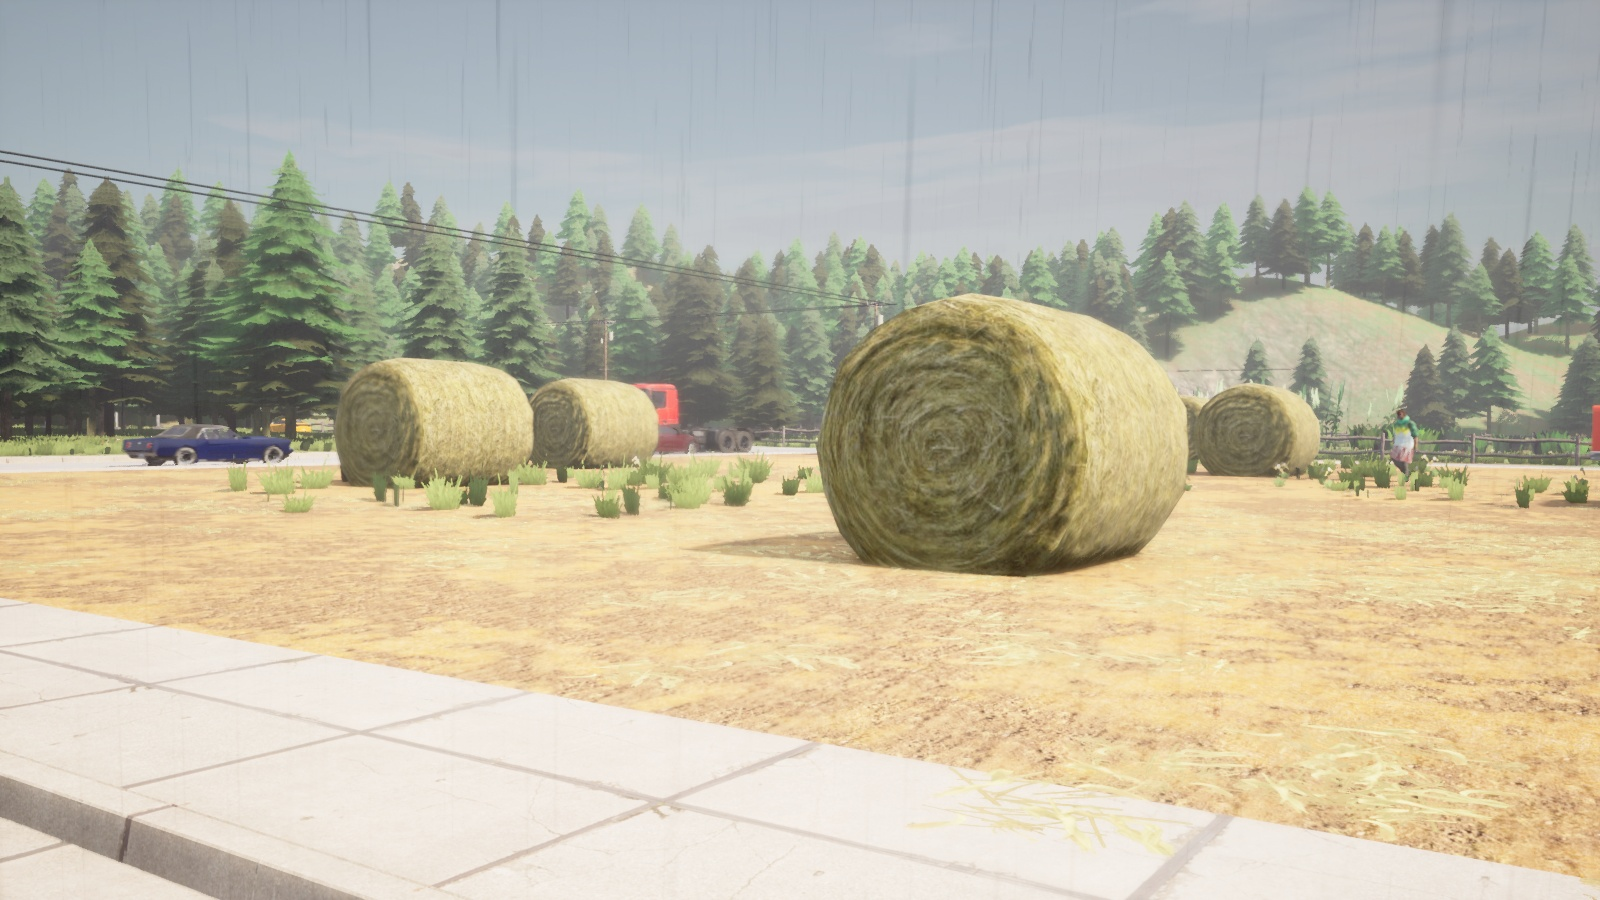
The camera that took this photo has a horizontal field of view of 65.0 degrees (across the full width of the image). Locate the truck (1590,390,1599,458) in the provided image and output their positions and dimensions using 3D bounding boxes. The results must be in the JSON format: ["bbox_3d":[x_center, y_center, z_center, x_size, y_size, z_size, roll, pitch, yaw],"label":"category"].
[{"bbox_3d":[31.640,-0.974,45.170,5.204,2.467,2.627,0,2,38],"label":"truck"}]

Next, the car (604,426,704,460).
[{"bbox_3d":[-6.497,-0.331,56.461,1.812,1.442,4.674,0,2,35],"label":"car"}]

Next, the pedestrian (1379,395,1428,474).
[{"bbox_3d":[15.056,-0.396,31.337,0.873,1.952,0.659,-1,1,-12],"label":"pedestrian"}]

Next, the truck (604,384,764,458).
[{"bbox_3d":[-5.677,-1.472,62.588,2.891,3.462,7.936,1,2,44],"label":"truck"}]

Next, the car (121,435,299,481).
[{"bbox_3d":[-18.389,0.203,39.330,1.895,1.301,4.718,0,1,35],"label":"car"}]
